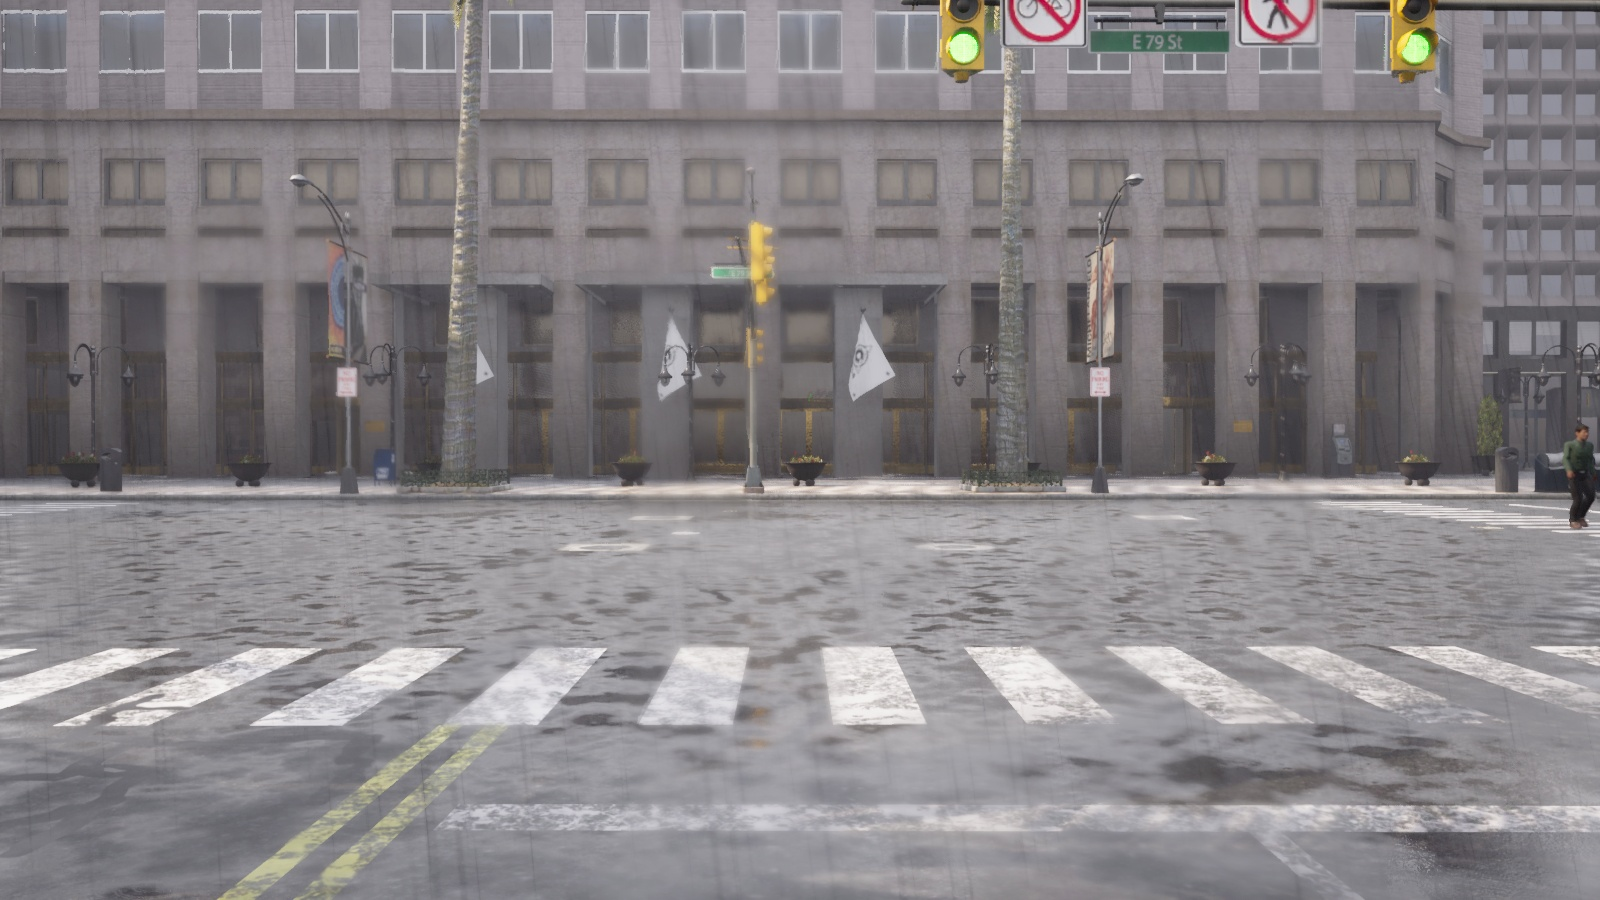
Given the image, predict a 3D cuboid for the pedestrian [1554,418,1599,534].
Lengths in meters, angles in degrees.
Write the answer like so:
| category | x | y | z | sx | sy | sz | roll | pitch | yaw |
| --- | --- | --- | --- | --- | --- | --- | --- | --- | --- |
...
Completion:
| category | x | y | z | sx | sy | sz | roll | pitch | yaw |
| --- | --- | --- | --- | --- | --- | --- | --- | --- | --- |
| pedestrian | 13.401 | 0.442 | 21.550 | 0.423 | 1.949 | 0.788 | 0 | 0 | -1 |
